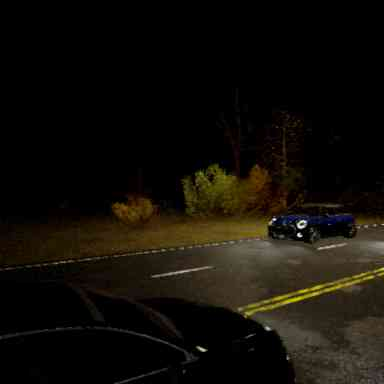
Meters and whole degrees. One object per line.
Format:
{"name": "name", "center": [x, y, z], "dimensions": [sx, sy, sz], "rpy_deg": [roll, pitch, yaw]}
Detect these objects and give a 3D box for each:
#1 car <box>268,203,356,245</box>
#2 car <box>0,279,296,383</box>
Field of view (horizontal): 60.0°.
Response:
{"name": "car", "center": [5.697, 1.345, 15.691], "dimensions": [4.553, 1.767, 2.097], "rpy_deg": [0, 0, -35]}
{"name": "car", "center": [-1.231, 1.504, 2.559], "dimensions": [4.892, 1.490, 1.837], "rpy_deg": [0, 0, -36]}
